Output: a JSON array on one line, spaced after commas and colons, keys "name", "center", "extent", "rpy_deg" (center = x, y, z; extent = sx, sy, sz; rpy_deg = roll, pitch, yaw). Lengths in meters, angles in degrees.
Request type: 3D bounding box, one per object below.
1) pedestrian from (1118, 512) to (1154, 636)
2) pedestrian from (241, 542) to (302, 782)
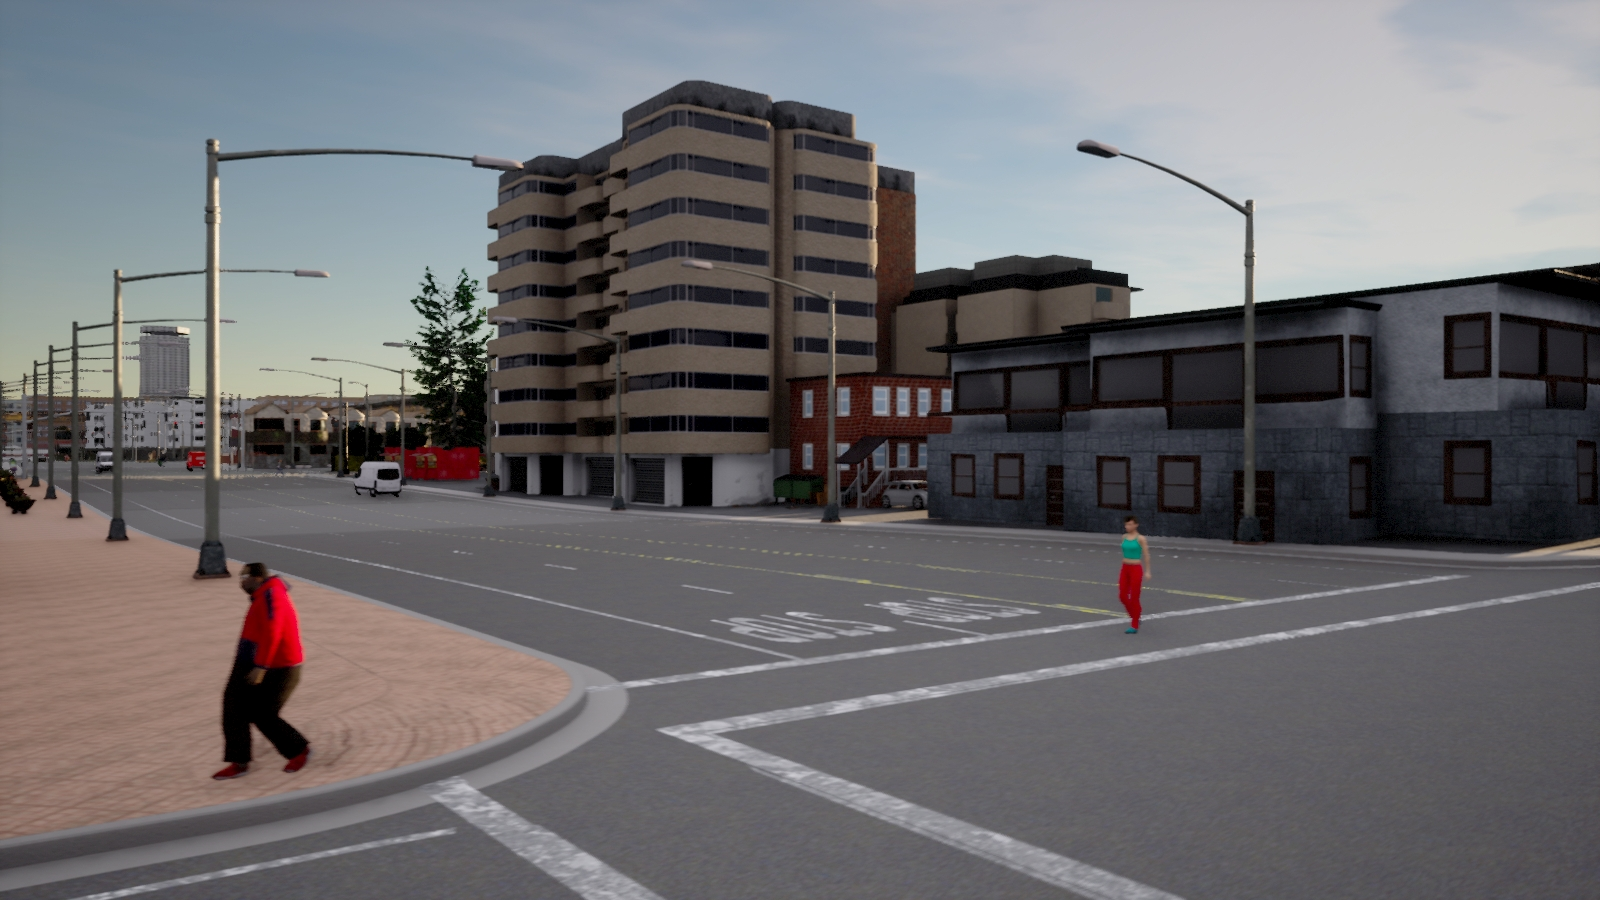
[{"name": "pedestrian", "center": [5.190, 1.898, 17.655], "extent": [0.375, 1.860, 0.375], "rpy_deg": [0, 0, -34]}, {"name": "pedestrian", "center": [-4.310, 1.700, 9.318], "extent": [0.375, 1.860, 0.375], "rpy_deg": [0, 0, -38]}]
